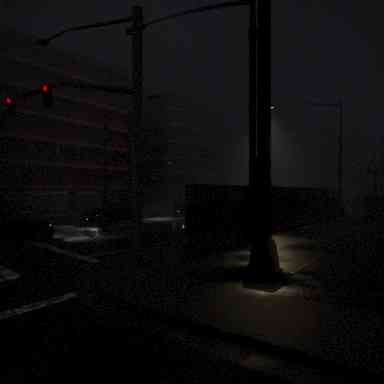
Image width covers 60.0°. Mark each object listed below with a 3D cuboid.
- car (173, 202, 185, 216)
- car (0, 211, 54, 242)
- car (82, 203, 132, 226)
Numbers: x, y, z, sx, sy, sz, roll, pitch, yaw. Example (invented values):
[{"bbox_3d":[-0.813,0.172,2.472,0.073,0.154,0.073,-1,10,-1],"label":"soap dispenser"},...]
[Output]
[{"bbox_3d":[0.168,1.491,32.167,2.128,1.511,4.902,0,0,35],"label":"car"},{"bbox_3d":[-8.275,1.516,14.091,1.812,1.442,4.674,0,0,38],"label":"car"},{"bbox_3d":[-5.616,1.526,23.898,1.812,1.442,4.674,0,0,35],"label":"car"}]
